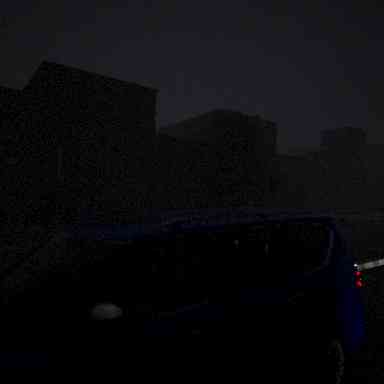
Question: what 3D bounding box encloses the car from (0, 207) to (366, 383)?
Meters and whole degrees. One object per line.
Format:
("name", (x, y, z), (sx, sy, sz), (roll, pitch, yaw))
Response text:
("car", (-0.485, 1.222, 3.338), (5.566, 2.045, 2.150), (0, 0, -35))
